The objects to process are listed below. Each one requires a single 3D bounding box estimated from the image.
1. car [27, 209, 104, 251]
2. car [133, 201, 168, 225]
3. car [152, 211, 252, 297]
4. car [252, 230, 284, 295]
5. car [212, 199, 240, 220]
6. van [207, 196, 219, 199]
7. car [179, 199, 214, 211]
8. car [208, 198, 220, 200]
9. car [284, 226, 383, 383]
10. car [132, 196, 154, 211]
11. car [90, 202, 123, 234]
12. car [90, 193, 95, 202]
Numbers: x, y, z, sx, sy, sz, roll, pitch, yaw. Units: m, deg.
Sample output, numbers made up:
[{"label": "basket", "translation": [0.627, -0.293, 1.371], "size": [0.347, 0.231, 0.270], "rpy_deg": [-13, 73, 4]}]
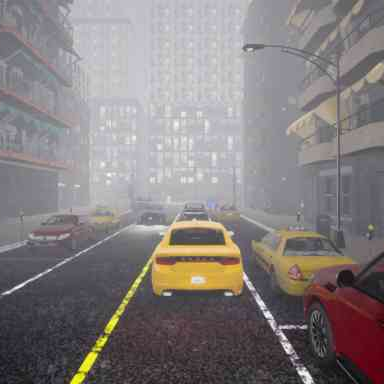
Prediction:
[{"label": "car", "translation": [-5.279, 1.584, 14.003], "size": [1.802, 1.307, 4.206], "rpy_deg": [0, 0, 0]}, {"label": "car", "translation": [-2.783, 1.570, 24.274], "size": [1.994, 1.385, 4.181], "rpy_deg": [0, 0, 0]}, {"label": "car", "translation": [0.121, 1.479, 8.628], "size": [1.882, 1.535, 5.008], "rpy_deg": [0, 0, 0]}, {"label": "car", "translation": [2.589, 1.527, 8.516], "size": [1.752, 1.417, 4.829], "rpy_deg": [0, 0, 0]}, {"label": "car", "translation": [2.627, 1.532, 25.437], "size": [1.752, 1.417, 4.829], "rpy_deg": [0, 0, 0]}, {"label": "van", "translation": [2.666, 1.359, 42.188], "size": [1.690, 1.788, 3.998], "rpy_deg": [0, 0, 0]}, {"label": "car", "translation": [0.149, 1.497, 22.876], "size": [2.128, 1.511, 4.902], "rpy_deg": [0, 0, 0]}, {"label": "car", "translation": [2.640, 1.535, 31.077], "size": [1.752, 1.417, 4.829], "rpy_deg": [0, 0, 0]}, {"label": "car", "translation": [2.577, 1.315, 2.705], "size": [2.192, 1.841, 5.009], "rpy_deg": [0, 0, 0]}, {"label": "car", "translation": [-5.227, 1.329, 36.566], "size": [2.192, 1.841, 5.009], "rpy_deg": [0, 0, 0]}, {"label": "car", "translation": [-5.266, 1.530, 19.474], "size": [1.752, 1.417, 4.829], "rpy_deg": [0, 0, 0]}, {"label": "car", "translation": [-20.731, 1.132, 62.218], "size": [5.009, 1.841, 2.192], "rpy_deg": [1, -1, 0]}]
